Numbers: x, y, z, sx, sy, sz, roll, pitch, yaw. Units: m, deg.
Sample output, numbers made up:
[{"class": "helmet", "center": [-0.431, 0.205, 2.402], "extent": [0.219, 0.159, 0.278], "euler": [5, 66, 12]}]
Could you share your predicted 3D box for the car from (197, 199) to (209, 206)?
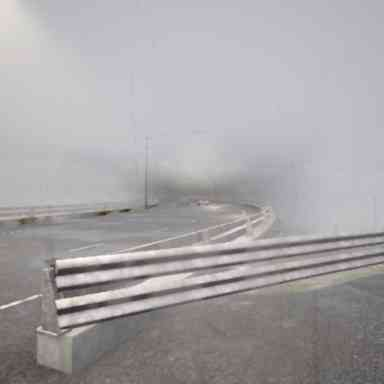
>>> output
[{"class": "car", "center": [2.008, 1.913, 61.084], "extent": [1.895, 1.301, 4.718], "euler": [1, 0, -3]}]

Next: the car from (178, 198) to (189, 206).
[{"class": "car", "center": [-1.513, 1.834, 62.159], "extent": [2.033, 1.411, 5.357], "euler": [1, 0, -3]}]
